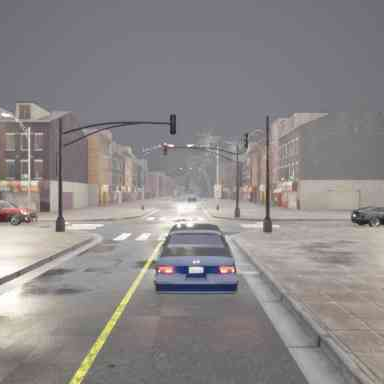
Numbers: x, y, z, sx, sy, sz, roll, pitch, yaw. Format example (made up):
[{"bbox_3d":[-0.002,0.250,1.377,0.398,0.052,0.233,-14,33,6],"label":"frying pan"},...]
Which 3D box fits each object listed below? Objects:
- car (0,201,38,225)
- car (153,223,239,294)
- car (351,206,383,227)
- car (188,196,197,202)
[{"bbox_3d":[-13.466,1.397,23.641,4.553,1.767,2.097,0,0,-1],"label":"car"},{"bbox_3d":[0.082,1.549,8.920,2.033,1.411,5.357,0,0,0],"label":"car"},{"bbox_3d":[12.356,1.522,21.035,4.313,1.339,1.947,0,0,0],"label":"car"},{"bbox_3d":[0.019,1.550,75.854,1.882,1.535,5.008,0,0,0],"label":"car"}]
